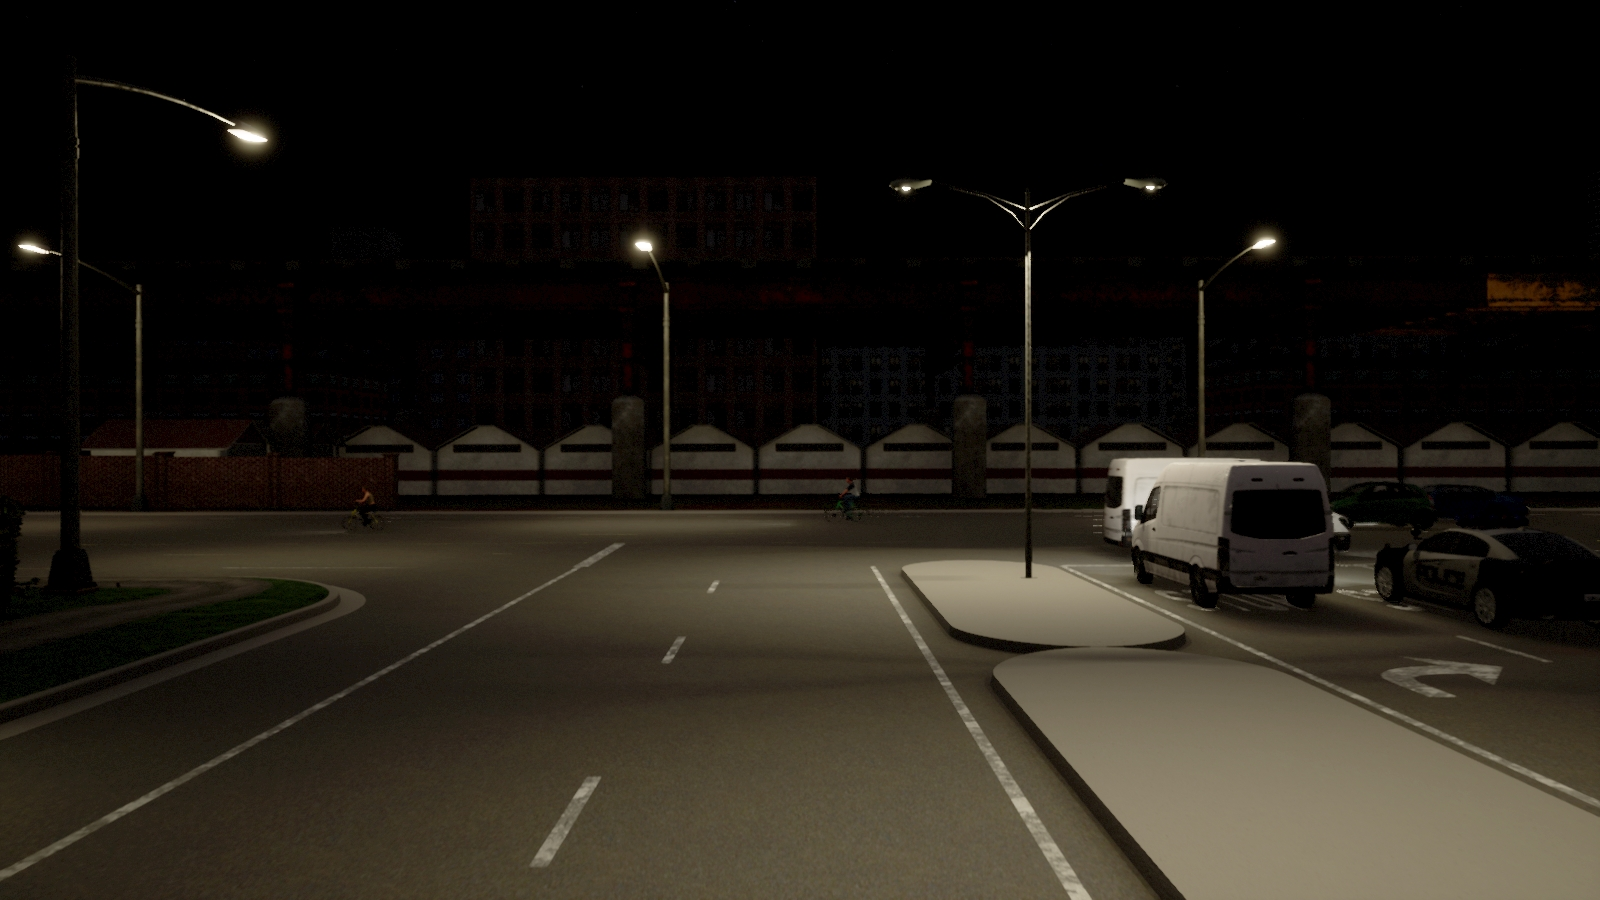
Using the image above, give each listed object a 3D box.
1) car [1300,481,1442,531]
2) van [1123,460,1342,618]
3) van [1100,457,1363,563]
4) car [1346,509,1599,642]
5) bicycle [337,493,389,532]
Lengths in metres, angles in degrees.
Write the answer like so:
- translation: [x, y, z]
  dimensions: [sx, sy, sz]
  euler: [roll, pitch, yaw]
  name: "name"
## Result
- translation: [19.652, 1.917, 39.431]
  dimensions: [3.988, 1.617, 1.851]
  euler: [0, 0, 0]
  name: "car"
- translation: [8.009, 1.497, 21.900]
  dimensions: [1.988, 2.561, 5.915]
  euler: [0, 0, 0]
  name: "van"
- translation: [10.821, 1.484, 28.969]
  dimensions: [5.915, 2.561, 1.988]
  euler: [0, 0, 0]
  name: "van"
- translation: [11.383, 1.936, 19.029]
  dimensions: [2.097, 1.638, 5.238]
  euler: [0, 0, 0]
  name: "car"
- translation: [-15.117, 2.170, 39.559]
  dimensions: [1.487, 1.301, 0.859]
  euler: [0, 0, 0]
  name: "bicycle"
